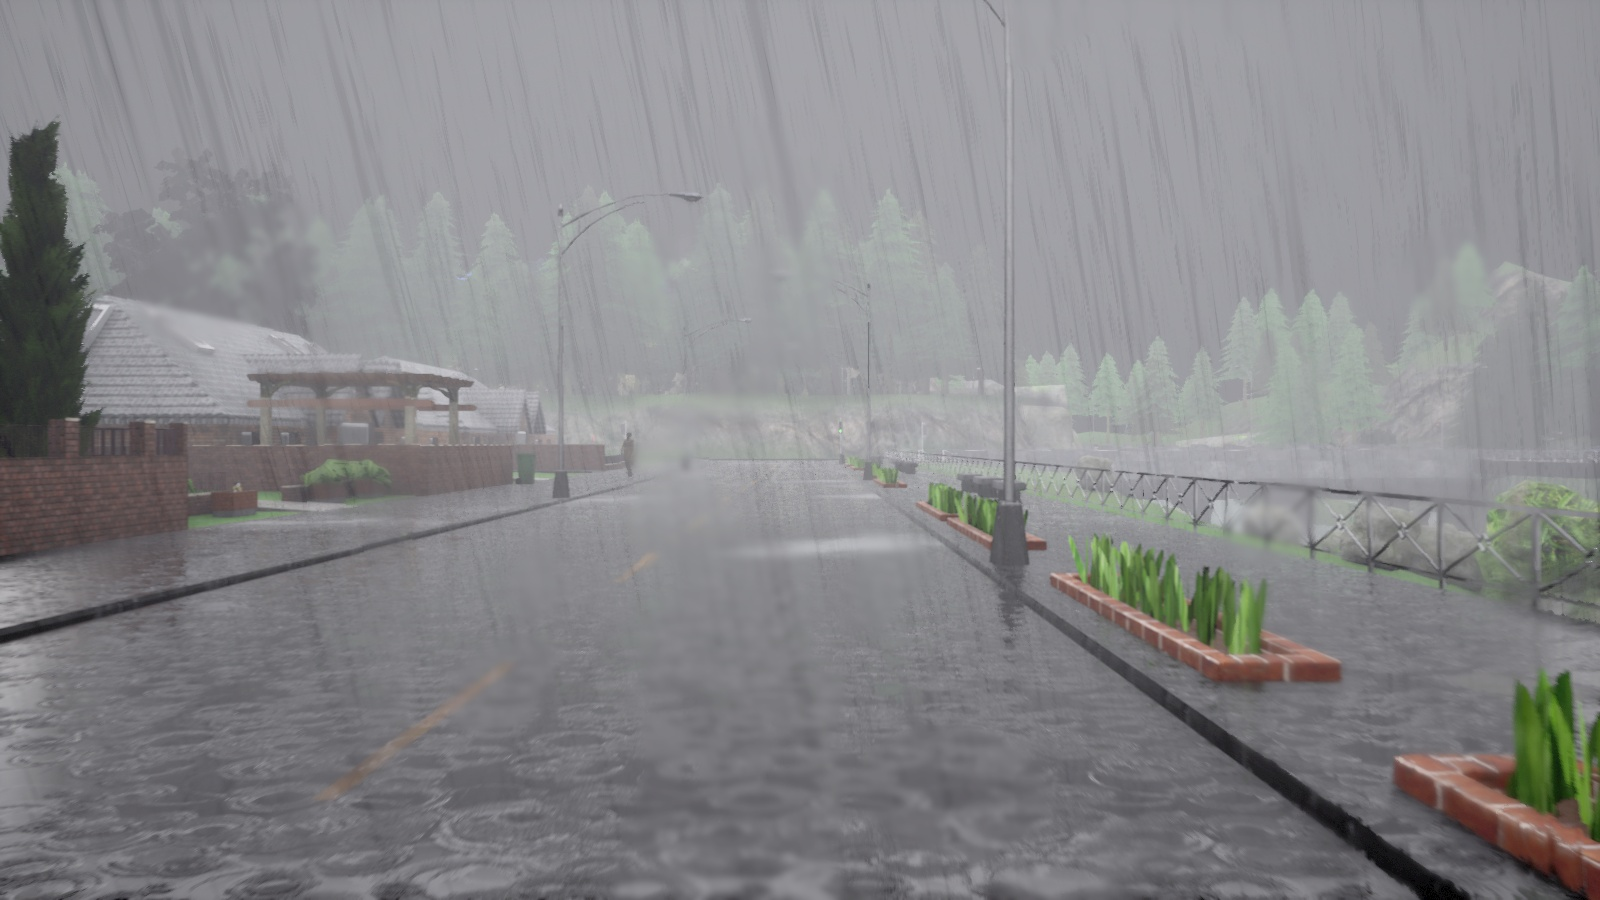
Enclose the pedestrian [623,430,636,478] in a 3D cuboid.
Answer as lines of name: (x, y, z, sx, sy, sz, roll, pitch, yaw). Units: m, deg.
pedestrian: (-6.940, 0.162, 51.157, 0.396, 1.930, 0.692, 0, 0, 1)
